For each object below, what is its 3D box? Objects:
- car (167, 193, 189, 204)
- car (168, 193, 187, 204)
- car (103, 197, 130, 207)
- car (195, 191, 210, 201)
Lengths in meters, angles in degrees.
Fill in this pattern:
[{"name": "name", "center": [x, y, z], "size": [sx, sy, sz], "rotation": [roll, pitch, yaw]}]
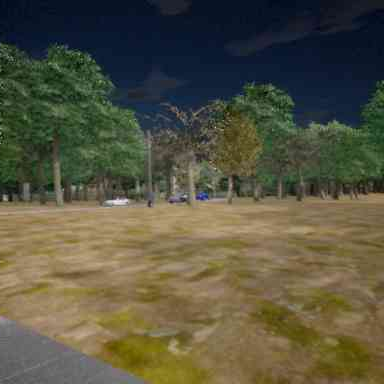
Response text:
[{"name": "car", "center": [-2.672, 1.256, 67.023], "size": [2.150, 2.045, 5.566], "rotation": [-2, -1, 24]}, {"name": "car", "center": [-2.332, 1.403, 60.762], "size": [1.994, 1.385, 4.181], "rotation": [-2, -1, 26]}, {"name": "car", "center": [-11.488, 1.520, 50.855], "size": [1.812, 1.442, 4.674], "rotation": [-2, -1, 32]}, {"name": "car", "center": [2.055, 0.902, 70.507], "size": [2.150, 2.045, 5.566], "rotation": [-2, -1, 21]}]
